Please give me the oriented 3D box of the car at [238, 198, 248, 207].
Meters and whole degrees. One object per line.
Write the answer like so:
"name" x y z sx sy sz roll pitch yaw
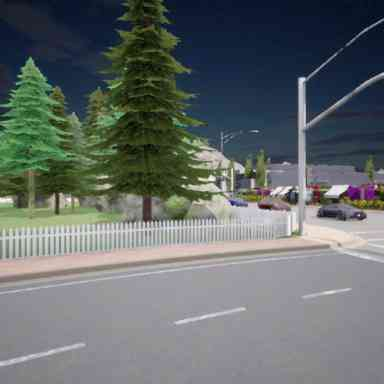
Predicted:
"car" 6.325 1.525 47.587 1.882 1.535 5.008 0 0 -17

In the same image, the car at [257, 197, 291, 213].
"car" 9.261 1.400 37.692 2.097 1.767 4.553 0 0 -17

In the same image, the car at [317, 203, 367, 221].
"car" 12.286 1.612 27.509 1.994 1.385 4.181 0 0 -17
